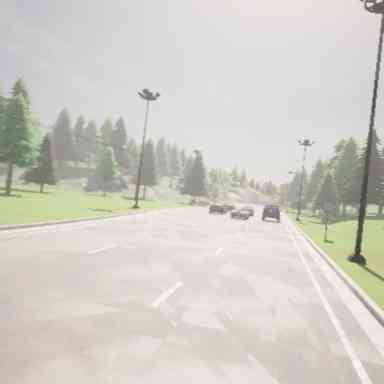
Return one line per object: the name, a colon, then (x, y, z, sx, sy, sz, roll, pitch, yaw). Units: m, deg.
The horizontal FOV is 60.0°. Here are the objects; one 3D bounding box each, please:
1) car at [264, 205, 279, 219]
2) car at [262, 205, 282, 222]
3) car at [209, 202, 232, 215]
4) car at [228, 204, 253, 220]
car: (12.936, 3.183, 53.796, 2.097, 1.767, 4.553, 6, 0, 14)
car: (10.265, 2.673, 42.921, 2.150, 2.045, 5.566, 6, 0, 14)
car: (3.611, 2.196, 45.119, 2.128, 1.511, 4.902, 6, 0, 14)
car: (5.833, 2.527, 39.857, 1.895, 1.301, 4.718, 6, 0, 14)
